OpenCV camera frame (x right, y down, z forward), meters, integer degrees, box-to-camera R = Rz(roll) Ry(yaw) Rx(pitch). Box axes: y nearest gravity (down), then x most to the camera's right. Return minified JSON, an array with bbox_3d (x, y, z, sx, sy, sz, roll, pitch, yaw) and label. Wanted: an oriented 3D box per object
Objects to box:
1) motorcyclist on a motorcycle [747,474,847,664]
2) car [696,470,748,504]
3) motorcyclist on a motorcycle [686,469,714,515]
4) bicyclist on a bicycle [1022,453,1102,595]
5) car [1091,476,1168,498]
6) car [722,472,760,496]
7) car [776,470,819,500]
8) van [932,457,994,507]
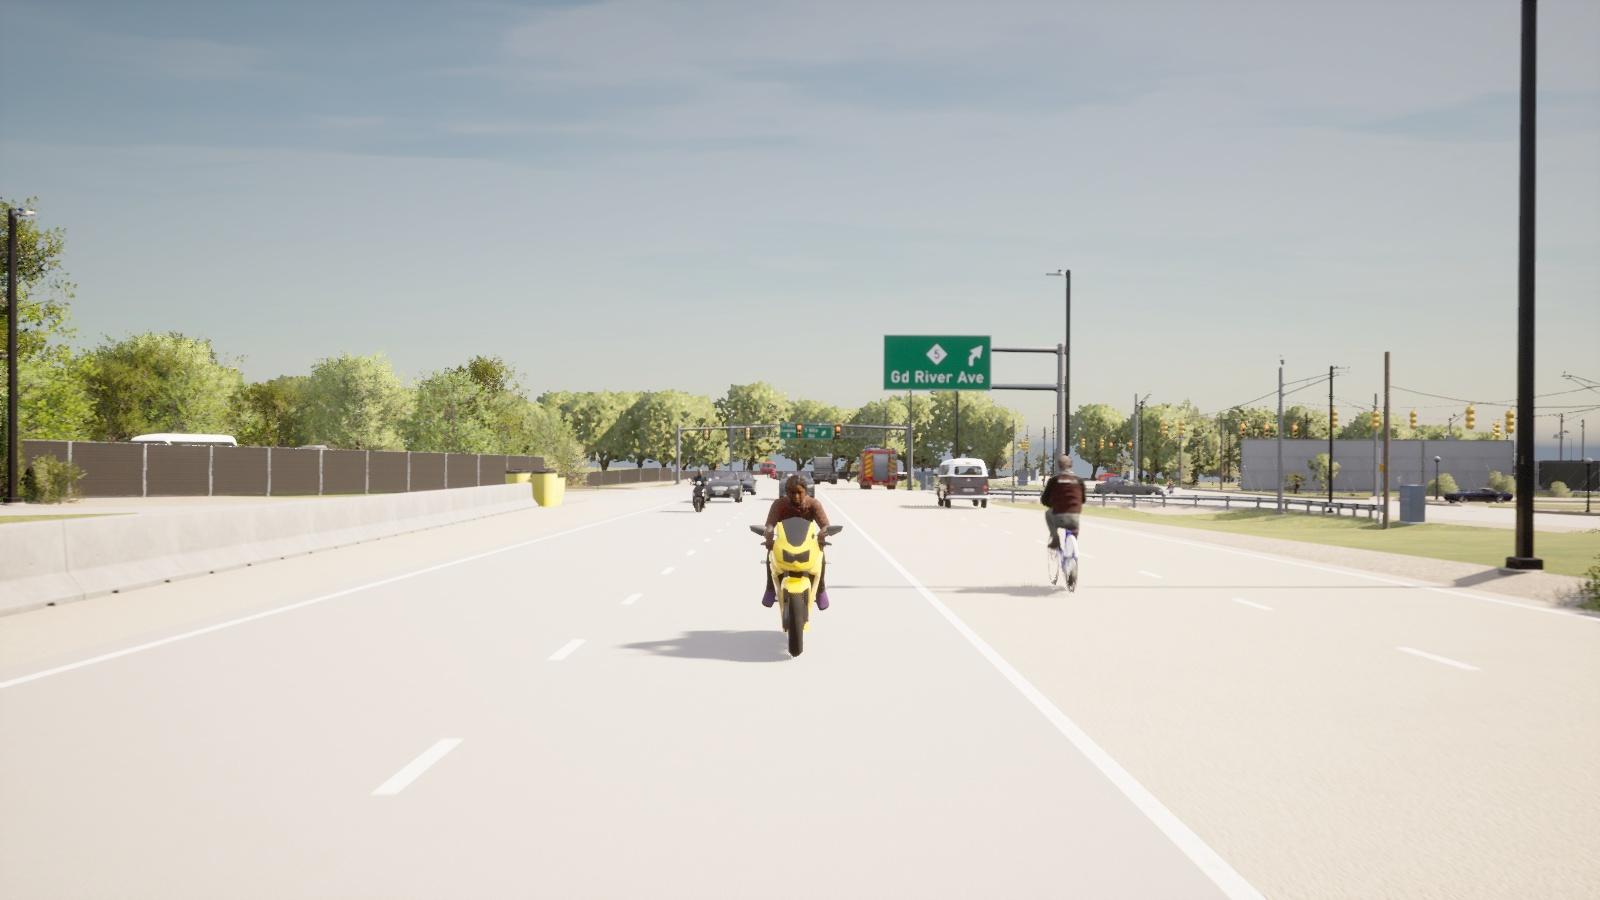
[{"bbox_3d":[-0.026,0.978,11.150,0.797,1.523,2.044,0,-1,0],"label":"motorcyclist on a motorcycle"},{"bbox_3d":[-3.639,1.712,59.289,2.128,1.511,4.902,0,-1,0],"label":"car"},{"bbox_3d":[-3.606,1.497,45.302,0.866,1.590,1.817,0,-1,0],"label":"motorcyclist on a motorcycle"},{"bbox_3d":[3.460,0.938,16.710,0.659,1.776,1.843,0,-1,0],"label":"bicyclist on a bicycle"},{"bbox_3d":[23.580,2.625,90.031,4.902,1.511,2.128,0,-1,-2],"label":"car"},{"bbox_3d":[-3.572,2.070,76.645,2.033,1.411,5.357,0,-1,0],"label":"car"},{"bbox_3d":[-0.151,1.781,64.763,2.128,1.511,4.902,0,-1,0],"label":"car"},{"bbox_3d":[6.874,1.347,53.409,2.069,2.038,4.480,0,-1,0],"label":"van"}]
